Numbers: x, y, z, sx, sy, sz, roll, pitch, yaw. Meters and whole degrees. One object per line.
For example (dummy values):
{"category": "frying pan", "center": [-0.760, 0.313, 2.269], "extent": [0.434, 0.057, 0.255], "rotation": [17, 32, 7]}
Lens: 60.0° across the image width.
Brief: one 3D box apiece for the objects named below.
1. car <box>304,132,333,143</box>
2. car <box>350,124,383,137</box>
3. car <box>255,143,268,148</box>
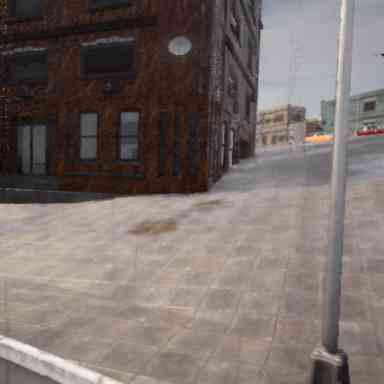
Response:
{"category": "car", "center": [13.734, -5.375, 34.123], "extent": [2.185, 1.767, 4.553], "rotation": [1, 2, -29]}
{"category": "car", "center": [16.398, -5.157, 29.292], "extent": [2.185, 1.767, 4.553], "rotation": [1, 2, -29]}
{"category": "car", "center": [8.412, -5.672, 43.765], "extent": [2.231, 1.521, 4.892], "rotation": [1, 2, -29]}
